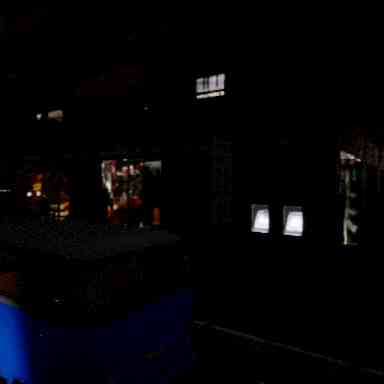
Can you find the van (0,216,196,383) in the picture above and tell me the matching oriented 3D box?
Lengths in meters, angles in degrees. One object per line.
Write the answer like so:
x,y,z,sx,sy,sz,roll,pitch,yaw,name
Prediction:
-1.880,1.266,4.154,3.998,1.788,1.690,1,2,35,van
